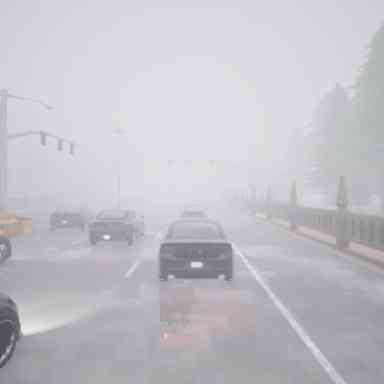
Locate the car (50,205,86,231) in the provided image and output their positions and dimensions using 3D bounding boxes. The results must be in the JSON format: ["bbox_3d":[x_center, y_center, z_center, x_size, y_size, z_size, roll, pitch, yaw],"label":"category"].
[{"bbox_3d":[-7.442,1.520,20.873,1.882,1.535,5.008,0,0,-9],"label":"car"}]

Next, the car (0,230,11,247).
[{"bbox_3d":[-6.898,1.370,8.923,2.097,1.767,4.553,0,0,0],"label":"car"}]

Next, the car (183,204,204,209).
[{"bbox_3d":[0.105,1.573,22.952,1.812,1.442,4.674,0,0,0],"label":"car"}]

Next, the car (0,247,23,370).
[{"bbox_3d":[-3.402,1.571,3.018,1.994,1.385,4.181,0,0,0],"label":"car"}]

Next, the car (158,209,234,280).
[{"bbox_3d":[0.102,1.498,10.025,1.882,1.535,5.008,0,0,0],"label":"car"}]

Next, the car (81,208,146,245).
[{"bbox_3d":[-3.397,1.538,15.668,1.837,1.490,4.892,0,0,0],"label":"car"}]
